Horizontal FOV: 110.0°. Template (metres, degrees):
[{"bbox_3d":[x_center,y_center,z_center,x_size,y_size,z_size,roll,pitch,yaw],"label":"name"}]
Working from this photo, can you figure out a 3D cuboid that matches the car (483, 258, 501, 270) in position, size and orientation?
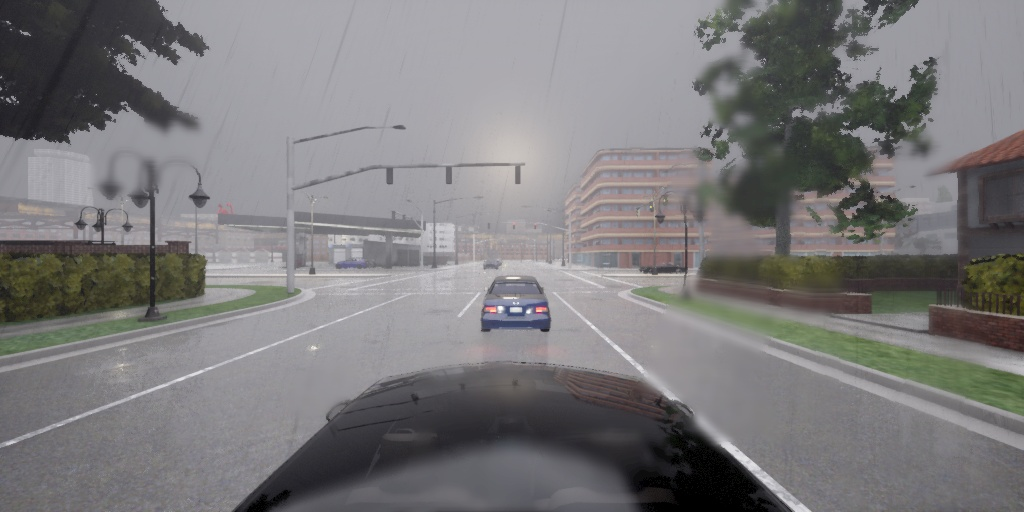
[{"bbox_3d":[-3.102,1.102,53.604,2.097,1.767,4.553,0,0,0],"label":"car"}]

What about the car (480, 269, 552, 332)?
[{"bbox_3d":[0.098,1.297,10.844,2.033,1.411,5.357,0,0,0],"label":"car"}]

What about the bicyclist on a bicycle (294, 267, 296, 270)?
[{"bbox_3d":[-29.016,1.180,47.116,0.582,1.620,1.656,-10,5,0],"label":"bicyclist on a bicycle"}]

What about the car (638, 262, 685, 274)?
[{"bbox_3d":[16.329,1.351,38.893,4.718,1.301,1.895,0,0,-3],"label":"car"}]
